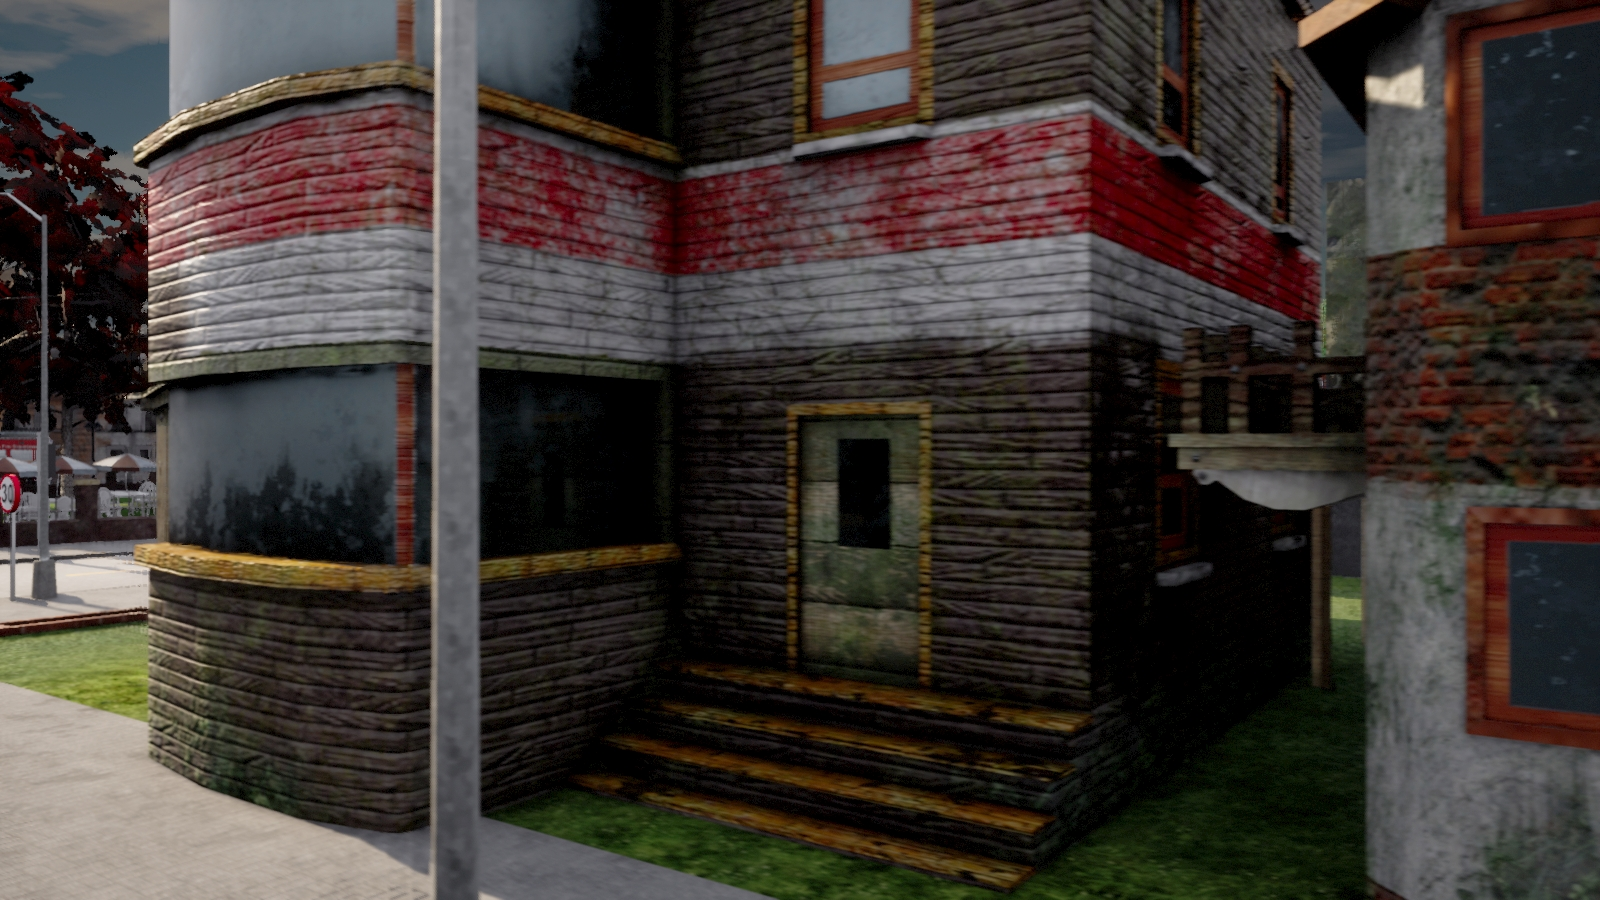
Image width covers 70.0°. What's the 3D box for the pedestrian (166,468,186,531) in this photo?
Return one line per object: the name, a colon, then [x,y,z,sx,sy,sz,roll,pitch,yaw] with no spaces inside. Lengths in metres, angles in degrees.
pedestrian: [-18.763,1.481,34.355,0.375,1.860,0.375,0,0,35]
